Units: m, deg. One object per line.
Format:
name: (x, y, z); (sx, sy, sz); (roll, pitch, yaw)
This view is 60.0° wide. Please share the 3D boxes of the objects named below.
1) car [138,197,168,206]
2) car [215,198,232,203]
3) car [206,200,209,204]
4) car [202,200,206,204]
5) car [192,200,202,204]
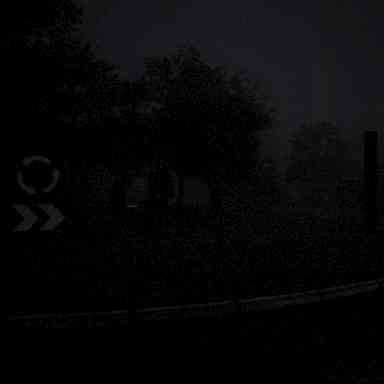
car: (-6.418, 1.562, 54.844); (4.892, 1.490, 1.837); (-1, 1, 4)
car: (7.474, 2.346, 81.913); (4.892, 1.521, 2.231); (-1, -3, -5)
car: (7.036, 2.630, 87.397); (4.892, 1.521, 2.231); (-1, -3, -5)
car: (6.394, 2.904, 92.866); (5.366, 1.575, 1.946); (-1, -3, -5)
car: (0.992, 3.073, 93.250); (2.128, 1.511, 4.902); (-1, -3, -5)
